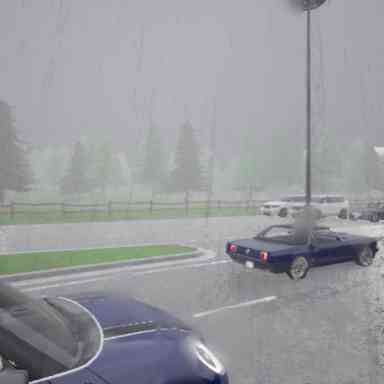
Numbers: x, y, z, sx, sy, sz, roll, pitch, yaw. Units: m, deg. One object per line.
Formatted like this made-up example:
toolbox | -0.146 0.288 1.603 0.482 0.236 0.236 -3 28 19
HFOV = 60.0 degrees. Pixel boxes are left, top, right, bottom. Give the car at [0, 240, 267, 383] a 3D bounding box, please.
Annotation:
car | -1.871 1.351 2.313 4.553 1.767 2.097 0 0 -35

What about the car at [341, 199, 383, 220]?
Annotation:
car | 14.041 1.536 25.313 4.902 1.511 2.128 0 0 -29

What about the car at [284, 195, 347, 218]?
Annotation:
car | 10.590 1.263 27.398 5.566 2.045 2.150 0 0 -29

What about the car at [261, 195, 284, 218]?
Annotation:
car | 8.935 1.263 30.481 5.566 2.045 2.150 0 0 -29

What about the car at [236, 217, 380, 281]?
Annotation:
car | 3.419 1.615 9.864 4.718 1.301 1.895 0 0 -31
